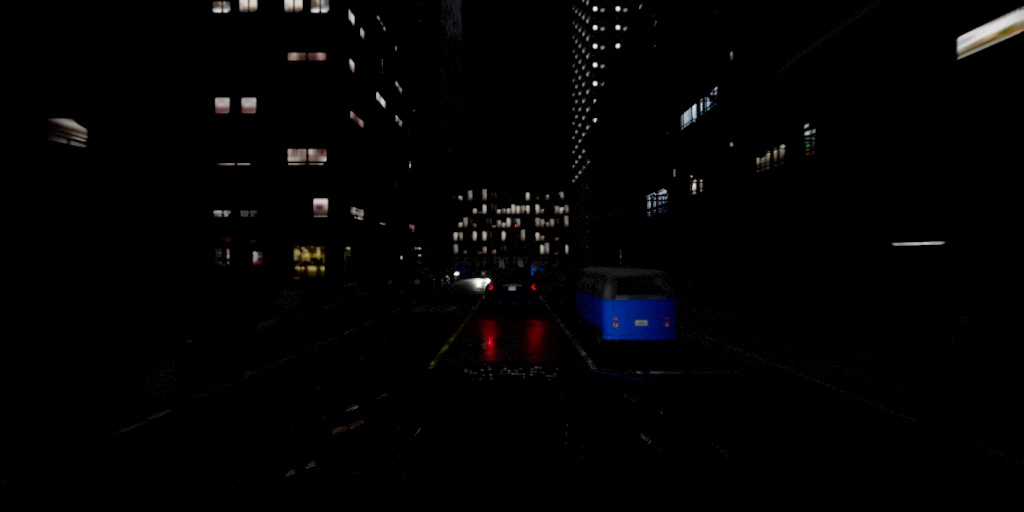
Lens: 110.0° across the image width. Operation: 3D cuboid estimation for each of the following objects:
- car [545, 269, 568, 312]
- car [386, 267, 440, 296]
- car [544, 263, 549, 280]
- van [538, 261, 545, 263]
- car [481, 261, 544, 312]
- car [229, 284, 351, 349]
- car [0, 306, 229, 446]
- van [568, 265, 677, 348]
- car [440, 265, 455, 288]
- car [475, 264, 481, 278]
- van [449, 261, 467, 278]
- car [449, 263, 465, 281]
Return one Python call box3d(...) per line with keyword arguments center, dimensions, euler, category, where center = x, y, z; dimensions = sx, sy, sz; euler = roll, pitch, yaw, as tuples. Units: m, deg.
box3d(center=(2.697, 1.435, 14.873), dimensions=(2.007, 1.370, 4.403), euler=(0, 0, 0), category="car")
box3d(center=(-5.681, 1.381, 20.508), dimensions=(1.967, 1.591, 4.097), euler=(0, 0, 0), category="car")
box3d(center=(2.706, 1.582, 31.848), dimensions=(1.751, 1.417, 4.829), euler=(0, 0, 0), category="car")
box3d(center=(2.708, 1.455, 37.279), dimensions=(1.690, 1.789, 3.998), euler=(0, 0, 0), category="van")
box3d(center=(0.028, 1.239, 15.250), dimensions=(2.097, 1.767, 4.553), euler=(0, -1, 0), category="car")
box3d(center=(-5.687, 1.409, 9.304), dimensions=(1.802, 1.307, 4.207), euler=(0, 0, 0), category="car")
box3d(center=(-5.690, 1.315, 3.703), dimensions=(1.888, 1.381, 4.507), euler=(0, 0, 0), category="car")
box3d(center=(2.694, 1.168, 9.271), dimensions=(1.690, 1.789, 3.998), euler=(0, 0, 0), category="van")
box3d(center=(-5.678, 1.565, 26.109), dimensions=(1.948, 1.339, 4.313), euler=(0, 0, 0), category="car")
box3d(center=(-2.996, 1.634, 40.036), dimensions=(2.128, 1.511, 4.902), euler=(0, -1, 0), category="car")
box3d(center=(-5.672, 1.455, 37.312), dimensions=(1.690, 1.789, 3.998), euler=(0, 0, 0), category="van")
box3d(center=(-5.675, 1.607, 31.711), dimensions=(2.007, 1.370, 4.403), euler=(0, 0, 0), category="car")
